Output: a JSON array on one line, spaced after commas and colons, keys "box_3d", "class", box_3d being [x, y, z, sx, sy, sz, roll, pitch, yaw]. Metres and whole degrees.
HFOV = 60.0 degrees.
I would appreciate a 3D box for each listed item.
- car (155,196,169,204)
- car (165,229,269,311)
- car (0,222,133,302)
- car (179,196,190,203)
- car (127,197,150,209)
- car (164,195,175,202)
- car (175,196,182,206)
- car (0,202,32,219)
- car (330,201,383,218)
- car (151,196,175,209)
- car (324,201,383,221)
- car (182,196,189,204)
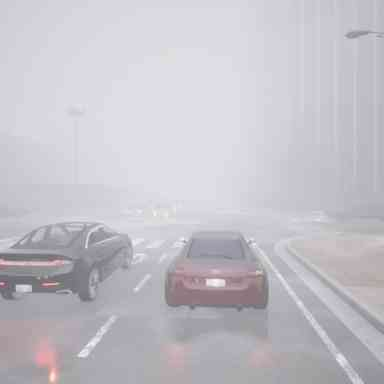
[{"box_3d": [-5.815, 1.478, 64.434, 1.882, 1.535, 5.008, 0, 0, 5], "class": "car"}, {"box_3d": [0.586, 1.564, 7.862, 1.994, 1.385, 4.181, 0, 0, 5], "class": "car"}, {"box_3d": [-2.824, 1.492, 8.303, 2.128, 1.511, 4.902, 0, 0, 4], "class": "car"}, {"box_3d": [-1.642, 1.552, 72.625, 1.994, 1.385, 4.181, 0, 0, 4], "class": "car"}, {"box_3d": [-7.345, 1.526, 44.745, 1.812, 1.442, 4.674, 0, 0, 4], "class": "car"}, {"box_3d": [-5.007, 1.524, 74.550, 1.812, 1.442, 4.674, 0, 0, 4], "class": "car"}, {"box_3d": [-3.175, 1.526, 53.439, 1.812, 1.442, 4.674, 0, 0, 4], "class": "car"}, {"box_3d": [-17.298, 1.604, 29.739, 5.357, 1.411, 2.033, 0, 0, 4], "class": "car"}, {"box_3d": [15.512, 1.560, 30.548, 4.892, 1.490, 1.837, 0, 0, 4], "class": "car"}, {"box_3d": [-3.855, 1.526, 44.485, 1.812, 1.442, 4.674, 0, 0, 4], "class": "car"}, {"box_3d": [13.732, 1.603, 27.173, 5.357, 1.411, 2.033, 0, 0, 4], "class": "car"}, {"box_3d": [-2.432, 1.491, 62.938, 2.128, 1.511, 4.902, 0, 0, 5], "class": "car"}]
